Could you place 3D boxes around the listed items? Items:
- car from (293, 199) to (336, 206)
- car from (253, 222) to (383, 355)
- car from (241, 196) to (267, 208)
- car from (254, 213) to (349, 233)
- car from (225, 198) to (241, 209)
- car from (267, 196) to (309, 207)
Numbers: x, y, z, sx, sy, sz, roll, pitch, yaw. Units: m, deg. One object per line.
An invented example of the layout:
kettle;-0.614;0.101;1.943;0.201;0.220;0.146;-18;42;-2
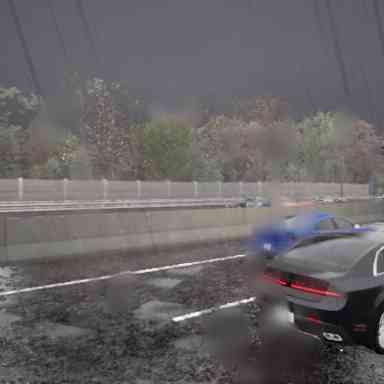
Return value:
car;11.369;1.493;29.282;4.718;1.301;1.895;0;0;-35
car;3.277;1.477;6.080;4.892;1.490;1.837;0;0;-35
car;7.874;1.241;35.383;4.553;1.767;2.097;0;0;-35
car;4.219;1.435;11.048;5.008;1.535;1.882;0;0;-35
car;5.935;1.394;38.297;4.892;1.490;1.837;0;0;-35
car;9.890;1.241;32.522;4.553;1.767;2.097;0;0;-35
